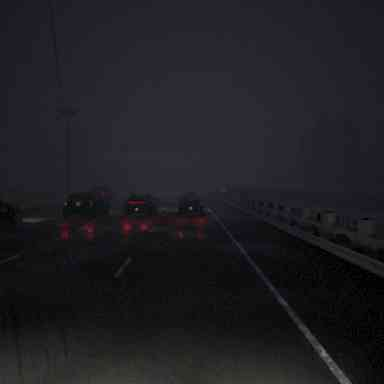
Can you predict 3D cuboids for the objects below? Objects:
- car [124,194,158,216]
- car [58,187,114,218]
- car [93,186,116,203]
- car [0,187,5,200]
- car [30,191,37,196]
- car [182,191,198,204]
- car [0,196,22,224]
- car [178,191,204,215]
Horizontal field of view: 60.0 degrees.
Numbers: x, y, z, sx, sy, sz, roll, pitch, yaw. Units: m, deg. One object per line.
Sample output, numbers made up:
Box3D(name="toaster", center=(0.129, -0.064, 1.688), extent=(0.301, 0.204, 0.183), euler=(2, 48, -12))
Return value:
Box3D(name="car", center=(-3.590, 0.870, 23.928), extent=(2.128, 1.511, 4.902), euler=(0, 1, 0))
Box3D(name="car", center=(-7.080, 0.751, 22.763), extent=(2.097, 1.767, 4.553), euler=(0, 1, 0))
Box3D(name="car", center=(-10.719, 0.360, 39.809), extent=(2.150, 2.045, 5.566), euler=(0, 1, 0))
Box3D(name="car", center=(-31.919, 0.266, 52.059), extent=(2.150, 2.045, 5.566), euler=(0, 1, 0))
Box3D(name="car", center=(-24.919, 0.519, 51.734), extent=(1.812, 1.442, 4.674), euler=(0, 0, 0))
Box3D(name="car", center=(-0.238, 0.595, 42.212), extent=(1.882, 1.535, 5.008), euler=(0, 1, 0))
Box3D(name="car", center=(-10.533, 1.028, 16.898), extent=(1.837, 1.490, 4.892), euler=(0, 1, 0))
Box3D(name="car", center=(-0.097, 0.888, 24.950), extent=(1.812, 1.442, 4.674), euler=(0, 1, 0))
